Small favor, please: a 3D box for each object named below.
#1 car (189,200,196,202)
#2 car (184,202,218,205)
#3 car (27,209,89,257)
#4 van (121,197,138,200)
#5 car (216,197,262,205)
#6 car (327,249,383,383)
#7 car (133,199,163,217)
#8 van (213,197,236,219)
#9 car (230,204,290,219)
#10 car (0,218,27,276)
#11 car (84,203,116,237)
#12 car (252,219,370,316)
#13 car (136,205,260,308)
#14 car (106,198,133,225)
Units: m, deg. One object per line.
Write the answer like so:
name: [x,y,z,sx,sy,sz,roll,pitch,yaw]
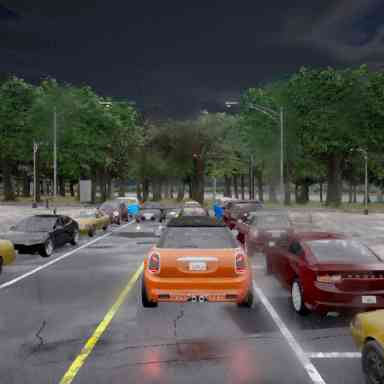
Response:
car: [0.021,1.461,27.255,1.801,1.575,5.366,0,0,1]
car: [0.113,1.493,17.310,2.128,1.511,4.902,0,0,0]
car: [-5.753,1.567,12.869,1.947,1.339,4.313,0,0,0]
van: [-5.739,1.346,29.182,1.690,1.788,3.998,0,0,0]
car: [2.776,1.317,18.299,2.192,1.841,5.009,0,0,0]
car: [2.762,1.525,2.156,1.752,1.417,4.829,0,0,0]
car: [-2.992,1.496,25.200,2.128,1.511,4.902,0,0,0]
van: [2.786,1.346,29.174,1.690,1.788,3.998,0,0,0]
car: [2.772,1.441,12.861,1.967,1.590,4.097,0,0,0]
car: [-5.758,1.526,7.261,1.752,1.417,4.829,0,0,0]
car: [-5.749,1.527,18.136,1.752,1.417,4.829,0,0,0]
car: [2.767,1.545,7.424,1.887,1.381,4.507,0,0,0]
car: [0.106,1.352,8.096,2.097,1.767,4.553,0,0,0]
car: [-5.744,1.443,23.744,1.967,1.590,4.097,0,0,0]
